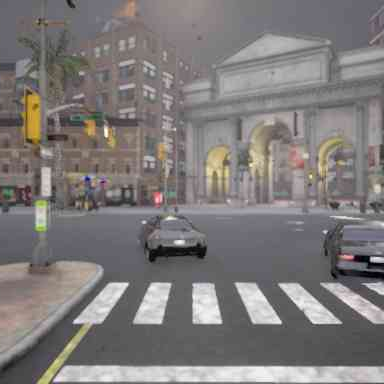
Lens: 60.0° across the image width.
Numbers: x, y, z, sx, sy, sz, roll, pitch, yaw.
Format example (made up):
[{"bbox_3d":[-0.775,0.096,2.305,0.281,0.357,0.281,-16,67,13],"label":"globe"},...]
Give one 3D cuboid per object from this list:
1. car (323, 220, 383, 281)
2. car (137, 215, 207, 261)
[{"bbox_3d":[4.931,1.529,9.666,2.033,1.411,5.357,0,0,20],"label":"car"},{"bbox_3d":[-0.874,1.541,12.356,1.994,1.385,4.181,0,0,-14],"label":"car"}]
